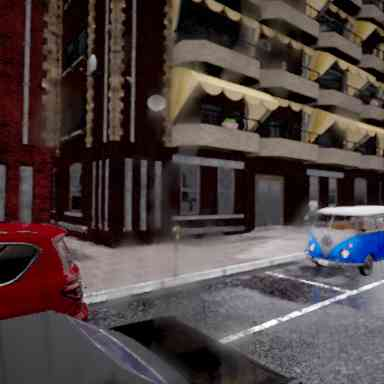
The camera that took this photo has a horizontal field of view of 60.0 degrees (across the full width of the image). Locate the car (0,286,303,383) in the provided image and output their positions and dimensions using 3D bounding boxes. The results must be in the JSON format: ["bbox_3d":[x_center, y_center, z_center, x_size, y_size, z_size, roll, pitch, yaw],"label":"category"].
[{"bbox_3d":[-1.529,1.619,1.783,4.718,1.301,1.895,0,0,-37],"label":"car"}]

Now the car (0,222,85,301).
[{"bbox_3d":[-3.618,1.351,3.385,5.009,1.841,2.192,0,1,-37],"label":"car"}]

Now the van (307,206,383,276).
[{"bbox_3d":[5.169,1.338,10.099,3.998,1.788,1.690,0,1,-37],"label":"van"}]
